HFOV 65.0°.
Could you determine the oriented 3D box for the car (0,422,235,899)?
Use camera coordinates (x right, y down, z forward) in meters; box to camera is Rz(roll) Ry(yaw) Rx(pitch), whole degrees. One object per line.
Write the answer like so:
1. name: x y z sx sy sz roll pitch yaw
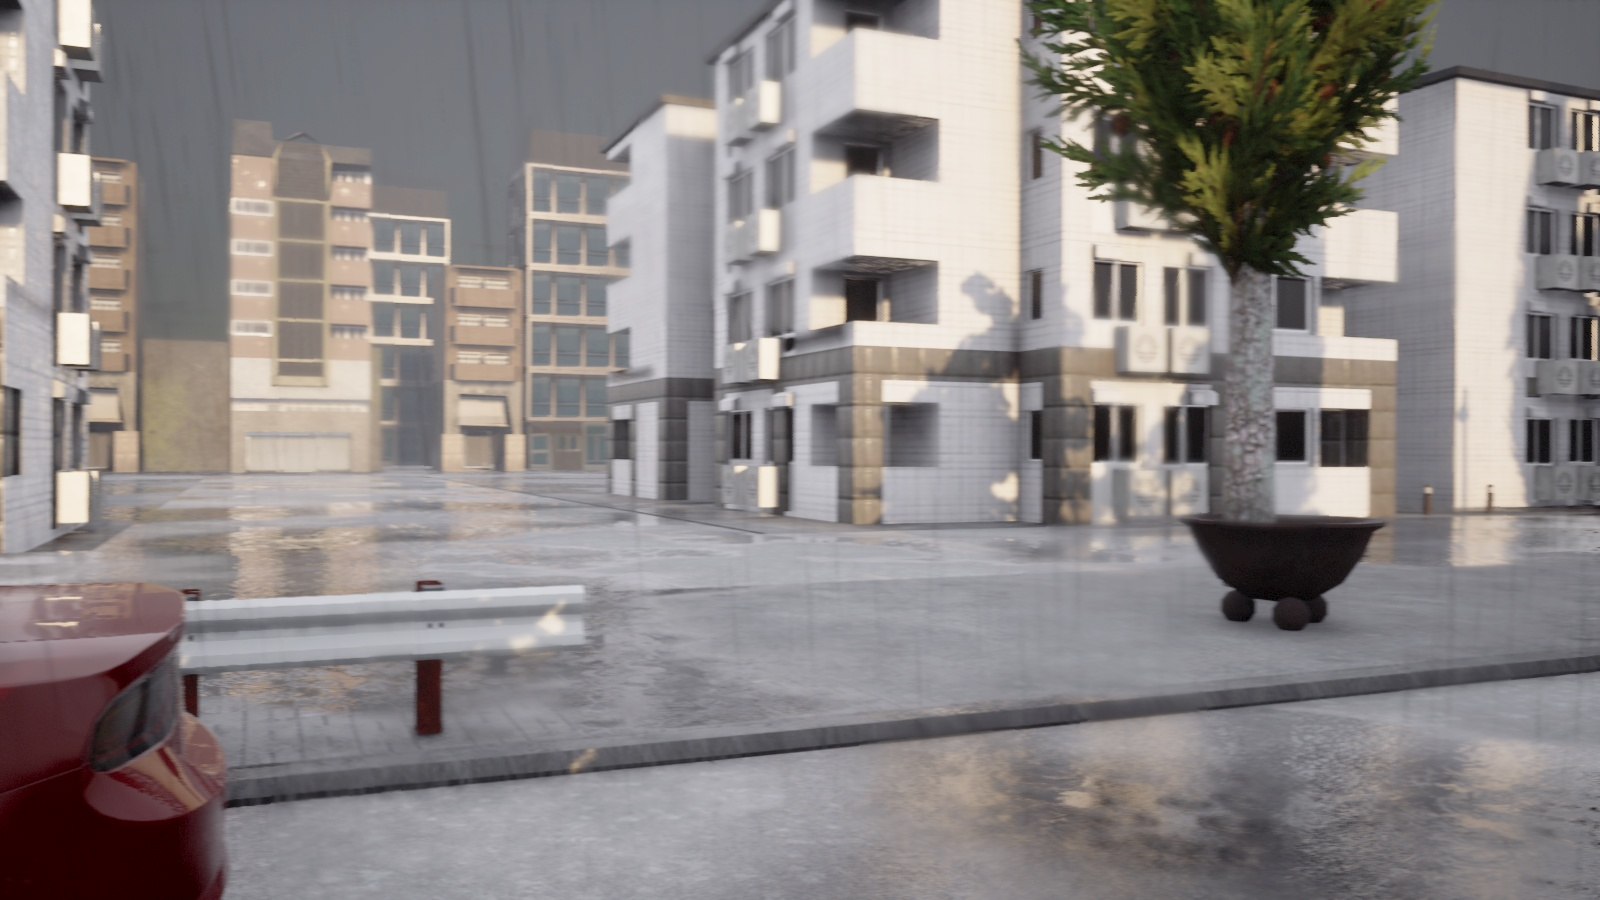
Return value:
1. car: -3.709 0.722 1.882 5.008 1.535 1.882 0 0 -32
